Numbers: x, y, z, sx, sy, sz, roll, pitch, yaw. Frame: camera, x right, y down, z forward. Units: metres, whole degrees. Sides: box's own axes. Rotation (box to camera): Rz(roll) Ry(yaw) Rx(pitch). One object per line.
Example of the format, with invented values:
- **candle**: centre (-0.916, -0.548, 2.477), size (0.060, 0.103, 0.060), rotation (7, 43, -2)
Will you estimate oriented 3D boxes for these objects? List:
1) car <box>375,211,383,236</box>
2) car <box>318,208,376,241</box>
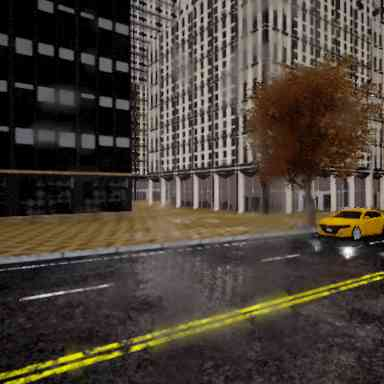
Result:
- **car**: centre (10.967, 1.659, 15.498), size (4.902, 1.511, 2.128), rotation (1, 0, -35)
- **car**: centre (8.848, 1.642, 17.979), size (5.008, 1.535, 1.882), rotation (1, 0, -35)
